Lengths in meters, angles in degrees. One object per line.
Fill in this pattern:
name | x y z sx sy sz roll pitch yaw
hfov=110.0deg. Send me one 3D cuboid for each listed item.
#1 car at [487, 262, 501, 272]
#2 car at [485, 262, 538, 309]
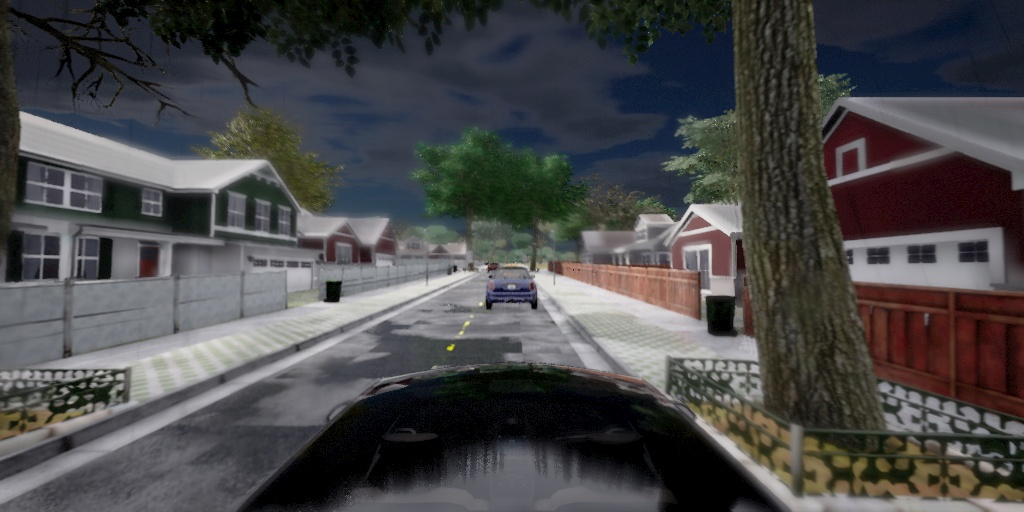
car | -2.812 1.731 56.149 1.882 1.535 5.008 0 -1 0
car | -0.013 1.239 15.953 2.097 1.767 4.553 0 -1 0
